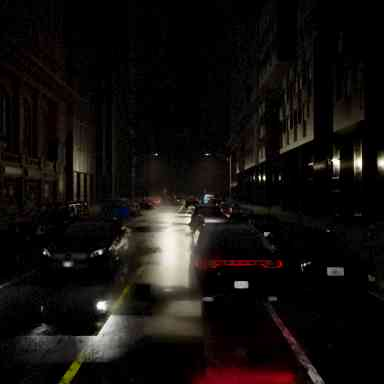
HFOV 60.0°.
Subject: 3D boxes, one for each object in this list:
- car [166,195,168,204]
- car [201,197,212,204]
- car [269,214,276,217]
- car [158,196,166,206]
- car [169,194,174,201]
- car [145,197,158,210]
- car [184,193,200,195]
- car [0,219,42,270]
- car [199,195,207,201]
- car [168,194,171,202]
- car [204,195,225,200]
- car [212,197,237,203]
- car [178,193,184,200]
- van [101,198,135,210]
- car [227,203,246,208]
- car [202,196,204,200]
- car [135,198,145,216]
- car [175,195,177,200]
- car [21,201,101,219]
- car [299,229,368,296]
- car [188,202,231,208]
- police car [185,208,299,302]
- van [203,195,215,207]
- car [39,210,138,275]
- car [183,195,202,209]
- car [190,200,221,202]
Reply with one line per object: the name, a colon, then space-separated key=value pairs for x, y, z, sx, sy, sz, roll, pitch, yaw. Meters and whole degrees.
car: x=-5.767 y=1.607 z=58.880 sx=1.802 sy=1.307 sz=4.206 roll=0 pitch=0 yaw=0
car: x=2.757 y=1.611 z=64.499 sx=1.802 sy=1.307 sz=4.206 roll=0 pitch=0 yaw=0
car: x=2.763 y=1.567 z=14.080 sx=1.947 sy=1.339 sz=4.313 roll=0 pitch=0 yaw=0
car: x=-5.766 y=1.462 z=53.279 sx=1.967 sy=1.590 sz=4.097 roll=0 pitch=0 yaw=0
car: x=-5.769 y=1.589 z=75.685 sx=2.008 sy=1.369 sz=4.403 roll=0 pitch=0 yaw=0
car: x=-5.765 y=1.454 z=42.075 sx=1.967 sy=1.590 sz=4.097 roll=0 pitch=0 yaw=0
car: x=-0.008 y=1.252 z=65.227 sx=2.150 sy=2.045 sz=5.566 roll=0 pitch=0 yaw=0
car: x=-5.761 y=1.582 z=8.464 sx=1.802 sy=1.307 sz=4.206 roll=0 pitch=0 yaw=0
car: x=2.755 y=1.593 z=86.907 sx=1.887 sy=1.381 sz=4.507 roll=0 pitch=0 yaw=0
car: x=-5.768 y=1.595 z=64.482 sx=1.947 sy=1.339 sz=4.313 roll=0 pitch=0 yaw=0
car: x=2.761 y=1.325 z=36.488 sx=2.192 sy=1.841 sz=5.009 roll=0 pitch=0 yaw=0
car: x=2.762 y=1.445 z=25.285 sx=1.967 sy=1.590 sz=4.097 roll=0 pitch=0 yaw=0
car: x=-3.011 y=1.408 z=94.805 sx=2.097 sy=1.767 sz=4.553 roll=0 pitch=0 yaw=0
van: x=-5.763 y=1.346 z=25.269 sx=1.690 sy=1.788 sz=3.998 roll=0 pitch=0 yaw=0
car: x=2.762 y=1.553 z=19.682 sx=2.008 sy=1.369 sz=4.403 roll=0 pitch=0 yaw=0
car: x=2.759 y=1.543 z=47.863 sx=1.752 sy=1.417 sz=4.829 roll=0 pitch=0 yaw=0
car: x=-5.764 y=1.533 z=30.701 sx=1.752 sy=1.417 sz=4.829 roll=0 pitch=0 yaw=0
car: x=-5.770 y=1.594 z=86.889 sx=1.887 sy=1.381 sz=4.507 roll=0 pitch=0 yaw=0
car: x=-5.761 y=1.316 z=14.067 sx=2.192 sy=1.841 sz=5.009 roll=0 pitch=0 yaw=0
car: x=2.764 y=1.566 z=8.479 sx=1.947 sy=1.339 sz=4.313 roll=0 pitch=0 yaw=0
car: x=0.838 y=1.508 z=18.329 sx=1.837 sy=1.490 sz=4.892 roll=0 pitch=0 yaw=0
police car: x=0.858 y=1.426 z=8.436 sx=1.930 sy=1.638 sz=5.238 roll=0 pitch=0 yaw=0
van: x=2.759 y=1.362 z=53.295 sx=1.690 sy=1.788 sz=3.998 roll=0 pitch=0 yaw=0
car: x=-3.088 y=1.526 z=10.581 sx=1.812 sy=1.442 sz=4.674 roll=0 pitch=0 yaw=0
car: x=0.026 y=1.522 z=46.205 sx=1.837 sy=1.490 sz=4.892 roll=0 pitch=0 yaw=0
car: x=0.897 y=1.530 z=24.329 sx=1.812 sy=1.442 sz=4.674 roll=0 pitch=0 yaw=0
